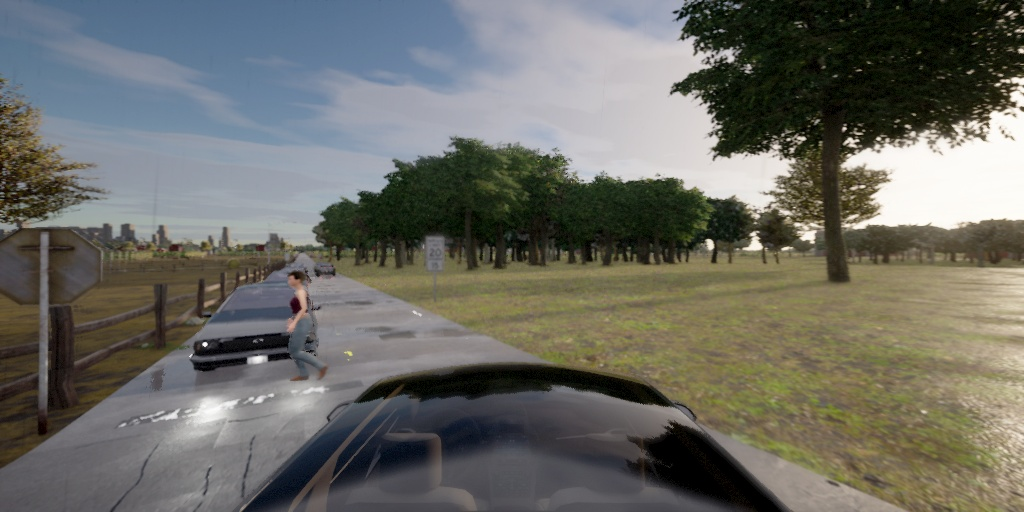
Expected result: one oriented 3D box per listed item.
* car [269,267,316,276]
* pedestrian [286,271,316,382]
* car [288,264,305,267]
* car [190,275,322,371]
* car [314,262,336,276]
[{"bbox_3d":[-10.686,1.420,17.000,2.033,1.411,5.357,0,0,-31],"label":"car"},{"bbox_3d":[-3.419,1.085,5.774,0.375,1.860,0.375,0,0,-30],"label":"pedestrian"},{"bbox_3d":[-15.744,1.498,25.669,1.994,1.385,4.181,0,0,-30],"label":"car"},{"bbox_3d":[-5.574,1.357,8.267,2.033,1.411,5.357,0,0,-30],"label":"car"},{"bbox_3d":[-21.492,1.528,41.318,2.128,1.511,4.902,0,0,-30],"label":"car"}]
